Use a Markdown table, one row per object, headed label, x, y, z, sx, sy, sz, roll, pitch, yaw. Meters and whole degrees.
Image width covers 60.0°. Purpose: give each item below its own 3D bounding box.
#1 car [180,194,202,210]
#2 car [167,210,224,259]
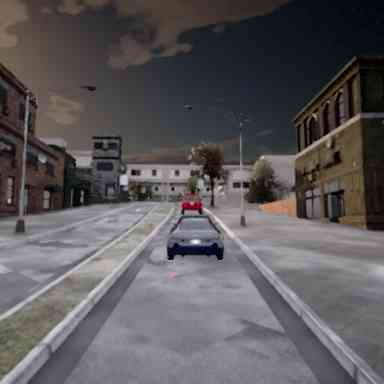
| label | x | y | z | sx | sy | sz | roll | pitch | yaw |
| --- | --- | --- | --- | --- | --- | --- | --- | --- | --- |
| car | -0.064 | 1.275 | 35.882 | 2.150 | 2.045 | 5.566 | 0 | 0 | -1 |
| car | 0.116 | 1.584 | 12.767 | 1.994 | 1.385 | 4.181 | 0 | 0 | 0 |
